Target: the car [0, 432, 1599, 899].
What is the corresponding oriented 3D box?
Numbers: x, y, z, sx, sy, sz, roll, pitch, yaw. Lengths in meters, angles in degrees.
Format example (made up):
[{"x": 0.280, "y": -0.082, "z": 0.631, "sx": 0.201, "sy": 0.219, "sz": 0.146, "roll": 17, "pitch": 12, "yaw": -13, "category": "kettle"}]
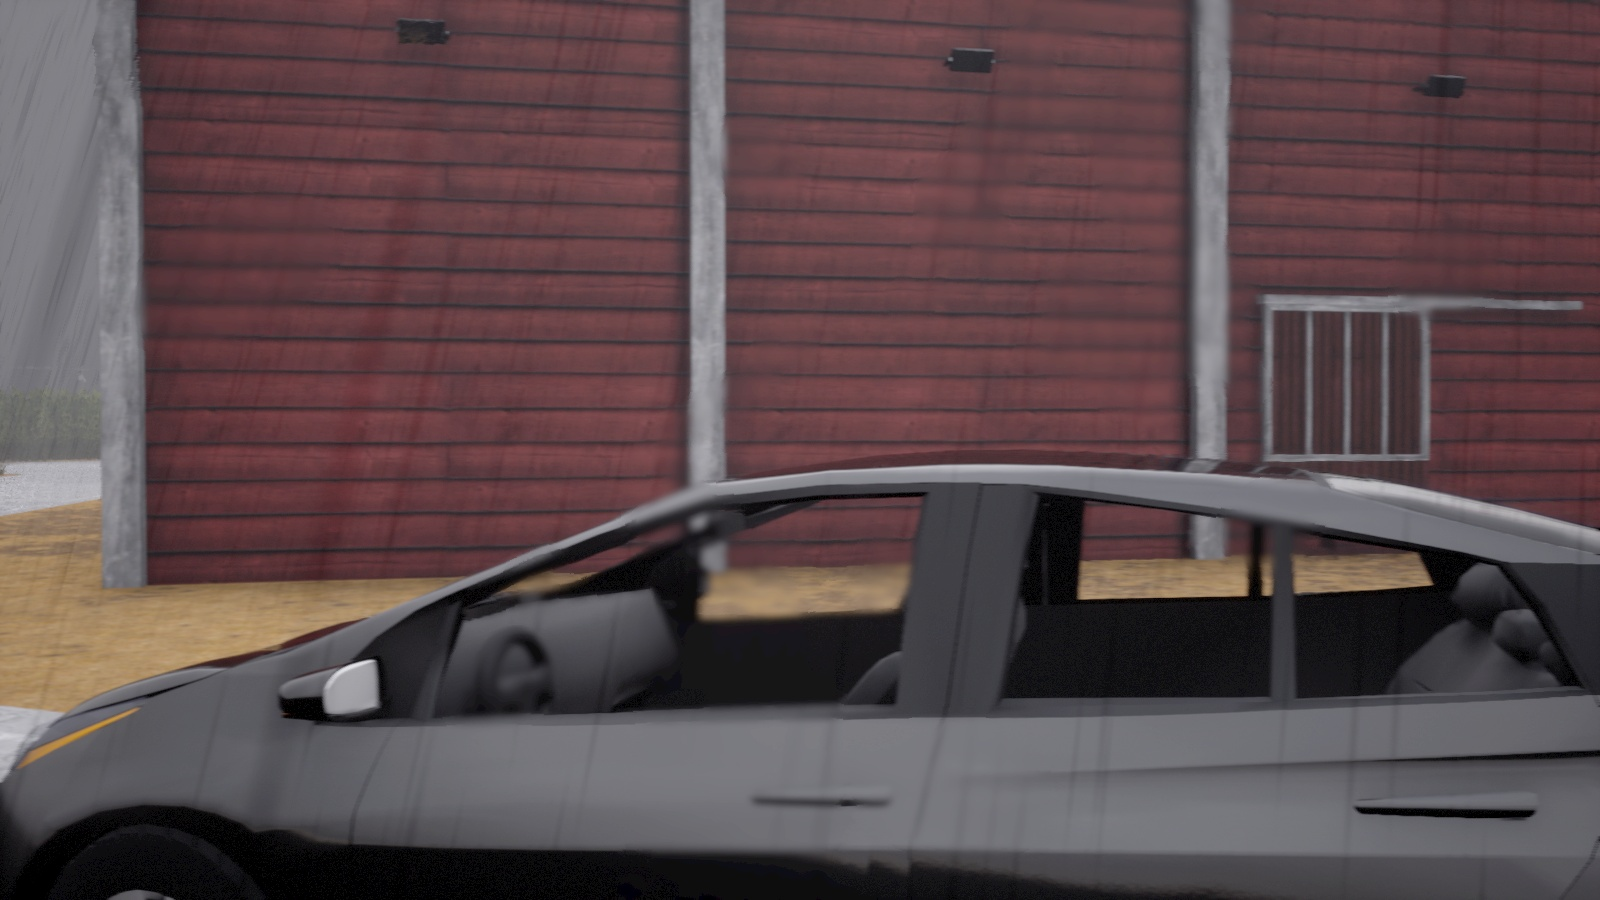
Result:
[{"x": 0.182, "y": 0.726, "z": 3.128, "sx": 4.514, "sy": 1.525, "sz": 2.007, "roll": 0, "pitch": 1, "yaw": 18, "category": "car"}]
